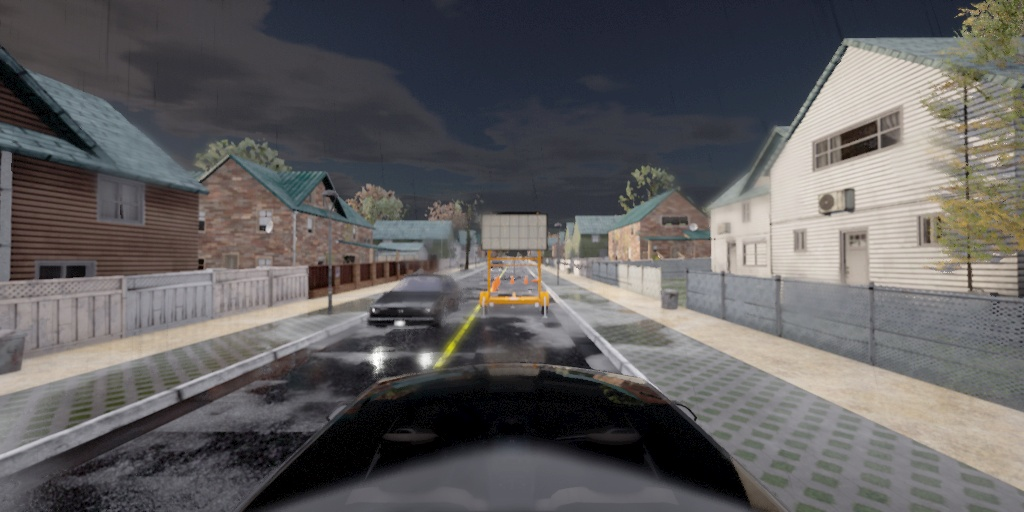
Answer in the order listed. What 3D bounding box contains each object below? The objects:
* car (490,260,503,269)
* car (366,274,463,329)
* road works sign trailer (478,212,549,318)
[{"bbox_3d":[-2.413,1.286,55.077,1.994,1.385,4.181,0,0,1],"label":"car"},{"bbox_3d":[-2.774,1.295,11.572,2.033,1.411,5.357,0,0,0],"label":"car"},{"bbox_3d":[0.087,0.212,12.995,2.380,3.560,2.880,0,0,0],"label":"road works sign trailer"}]
